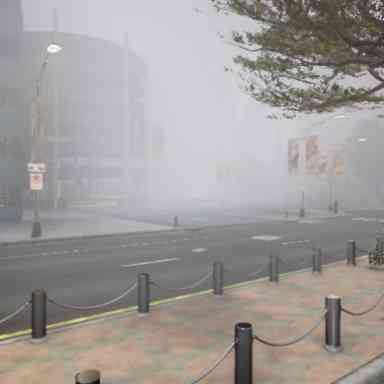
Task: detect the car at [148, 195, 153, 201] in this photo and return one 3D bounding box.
[{"bbox_3d":[-12.893,1.439,81.769,4.892,1.490,1.837,0,0,12],"label":"car"}]

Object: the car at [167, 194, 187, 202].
[{"bbox_3d":[-3.647,1.343,78.066,4.553,1.767,2.097,0,0,26],"label":"car"}]

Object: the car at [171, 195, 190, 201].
[{"bbox_3d":[-2.905,1.540,81.622,4.181,1.385,1.994,0,0,26],"label":"car"}]

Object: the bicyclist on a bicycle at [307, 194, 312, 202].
[{"bbox_3d":[23.346,1.285,65.999,1.656,1.620,0.582,0,0,-36],"label":"bicyclist on a bicycle"}]

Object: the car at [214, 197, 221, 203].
[{"bbox_3d":[3.771,1.497,68.042,2.128,1.511,4.902,0,0,-44],"label":"car"}]

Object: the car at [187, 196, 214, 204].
[{"bbox_3d":[1.666,1.552,64.931,1.994,1.385,4.181,0,0,-41],"label":"car"}]

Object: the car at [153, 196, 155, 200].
[{"bbox_3d":[-11.934,1.406,85.135,5.008,1.535,1.882,0,0,12],"label":"car"}]
